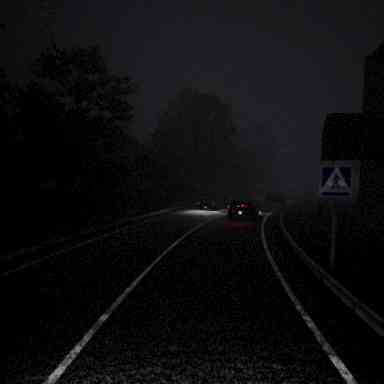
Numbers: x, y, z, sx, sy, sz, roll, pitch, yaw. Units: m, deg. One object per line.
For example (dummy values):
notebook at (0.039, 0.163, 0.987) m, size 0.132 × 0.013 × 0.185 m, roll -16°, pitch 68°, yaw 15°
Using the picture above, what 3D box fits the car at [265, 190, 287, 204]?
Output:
car at (10.250, 0.529, 40.345) m, size 1.882 × 1.535 × 5.008 m, roll 2°, pitch 3°, yaw 26°

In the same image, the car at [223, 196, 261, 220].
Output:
car at (3.728, 1.053, 23.703) m, size 1.837 × 1.490 × 4.892 m, roll 1°, pitch 1°, yaw 15°

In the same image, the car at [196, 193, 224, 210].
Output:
car at (2.046, 0.825, 30.590) m, size 2.033 × 1.411 × 5.357 m, roll 2°, pitch 2°, yaw 20°
